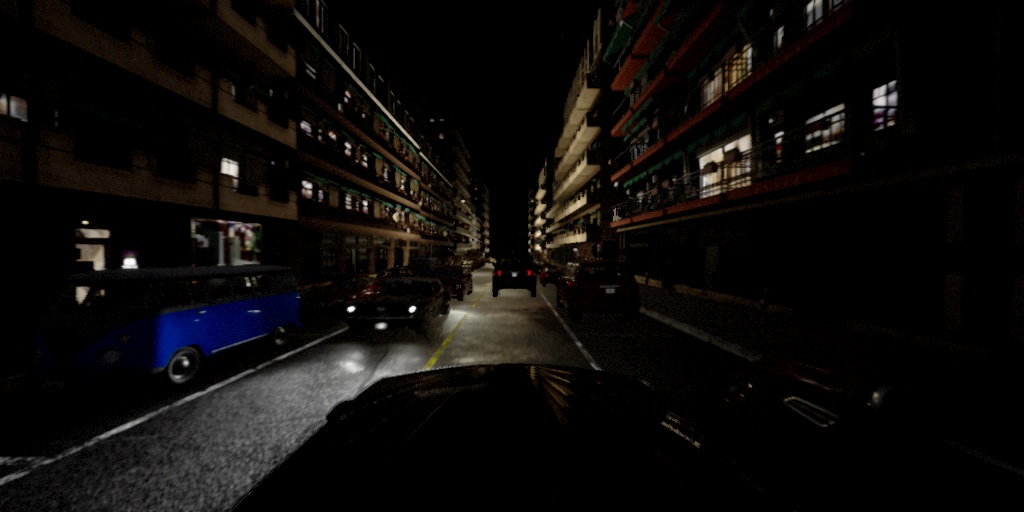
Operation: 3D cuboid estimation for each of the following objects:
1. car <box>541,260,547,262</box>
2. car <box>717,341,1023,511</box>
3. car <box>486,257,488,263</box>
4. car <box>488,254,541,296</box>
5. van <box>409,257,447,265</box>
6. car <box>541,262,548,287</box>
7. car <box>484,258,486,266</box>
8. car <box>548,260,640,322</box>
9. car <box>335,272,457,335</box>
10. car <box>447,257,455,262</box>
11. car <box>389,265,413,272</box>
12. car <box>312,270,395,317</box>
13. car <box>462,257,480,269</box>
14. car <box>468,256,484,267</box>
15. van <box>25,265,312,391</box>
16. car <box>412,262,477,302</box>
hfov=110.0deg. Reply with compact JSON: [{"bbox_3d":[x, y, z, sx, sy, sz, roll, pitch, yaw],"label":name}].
[{"bbox_3d":[2.693,1.085,34.817,1.967,1.591,4.097,0,0,0],"label":"car"},{"bbox_3d":[2.689,1.068,0.833,2.192,1.841,5.009,0,0,0],"label":"car"},{"bbox_3d":[-5.686,1.126,63.167,1.948,1.339,4.313,0,0,0],"label":"car"},{"bbox_3d":[0.109,0.919,18.967,2.150,2.045,5.566,0,1,0],"label":"car"},{"bbox_3d":[-5.671,1.020,23.521,1.690,1.789,3.998,0,0,0],"label":"van"},{"bbox_3d":[2.692,1.262,23.489,1.802,1.307,4.207,0,0,0],"label":"car"},{"bbox_3d":[-5.686,1.017,57.503,1.967,1.591,4.097,0,0,0],"label":"car"},{"bbox_3d":[2.691,1.031,12.162,2.192,1.841,5.009,0,0,0],"label":"car"},{"bbox_3d":[-3.042,1.322,10.572,1.895,1.301,4.718,0,0,1],"label":"car"},{"bbox_3d":[-5.699,0.977,29.184,2.192,1.841,5.009,0,0,0],"label":"car"},{"bbox_3d":[-5.659,1.279,17.856,1.802,1.307,4.207,0,0,0],"label":"car"},{"bbox_3d":[-5.657,1.297,12.192,1.802,1.307,4.207,0,0,0],"label":"car"},{"bbox_3d":[-5.687,1.161,46.176,2.007,1.370,4.403,0,0,0],"label":"car"},{"bbox_3d":[-5.686,0.908,51.840,2.192,1.841,5.009,0,0,0],"label":"car"},{"bbox_3d":[-5.657,1.075,6.528,1.690,1.789,3.998,0,0,0],"label":"van"},{"bbox_3d":[-2.998,1.215,17.063,1.882,1.535,5.008,0,0,0],"label":"car"}]
